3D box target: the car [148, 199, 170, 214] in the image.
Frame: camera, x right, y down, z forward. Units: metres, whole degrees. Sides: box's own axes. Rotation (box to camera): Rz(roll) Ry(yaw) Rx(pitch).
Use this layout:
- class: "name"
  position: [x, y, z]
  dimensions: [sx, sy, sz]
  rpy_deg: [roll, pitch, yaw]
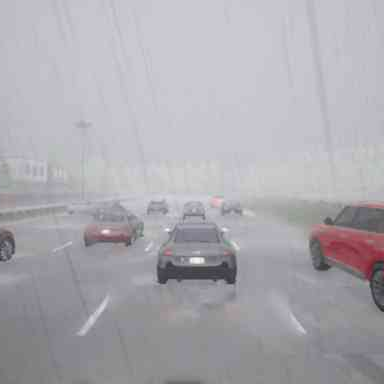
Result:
- class: "car"
  position: [-3.328, 1.393, 33.269]
  dimensions: [2.128, 1.511, 4.902]
  rpy_deg: [0, 0, 0]

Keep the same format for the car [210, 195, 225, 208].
- class: "car"
  position: [3.634, 1.222, 45.468]
  dimensions: [2.097, 1.767, 4.553]
  rpy_deg: [0, 0, 1]

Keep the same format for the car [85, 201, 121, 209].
- class: "car"
  position: [-6.840, 1.462, 27.741]
  dimensions: [2.033, 1.411, 5.357]
  rpy_deg: [0, 0, 0]

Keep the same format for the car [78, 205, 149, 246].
- class: "car"
  position: [-3.370, 1.518, 15.032]
  dimensions: [1.994, 1.385, 4.181]
  rpy_deg: [0, 0, 0]

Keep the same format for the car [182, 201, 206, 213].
- class: "car"
  position: [0.159, 1.467, 27.714]
  dimensions: [2.033, 1.411, 5.357]
  rpy_deg: [0, 0, 0]

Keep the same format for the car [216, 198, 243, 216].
- class: "car"
  position: [3.612, 1.512, 31.577]
  dimensions: [1.895, 1.301, 4.718]
  rpy_deg: [0, 0, 1]

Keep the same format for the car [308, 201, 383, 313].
- class: "car"
  position: [4.564, 1.204, 7.680]
  dimensions: [2.150, 2.045, 5.566]
  rpy_deg: [0, 0, 0]

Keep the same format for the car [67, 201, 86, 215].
- class: "car"
  position: [-10.331, 1.501, 32.118]
  dimensions: [1.895, 1.301, 4.718]
  rpy_deg: [0, 0, 0]

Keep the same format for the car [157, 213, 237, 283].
- class: "car"
  position: [0.120, 1.536, 9.628]
  dimensions: [1.994, 1.385, 4.181]
  rpy_deg: [0, 0, 0]

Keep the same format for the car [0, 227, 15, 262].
- class: "car"
  position: [-6.883, 1.321, 9.120]
  dimensions: [2.097, 1.767, 4.553]
  rpy_deg: [0, 0, 0]
